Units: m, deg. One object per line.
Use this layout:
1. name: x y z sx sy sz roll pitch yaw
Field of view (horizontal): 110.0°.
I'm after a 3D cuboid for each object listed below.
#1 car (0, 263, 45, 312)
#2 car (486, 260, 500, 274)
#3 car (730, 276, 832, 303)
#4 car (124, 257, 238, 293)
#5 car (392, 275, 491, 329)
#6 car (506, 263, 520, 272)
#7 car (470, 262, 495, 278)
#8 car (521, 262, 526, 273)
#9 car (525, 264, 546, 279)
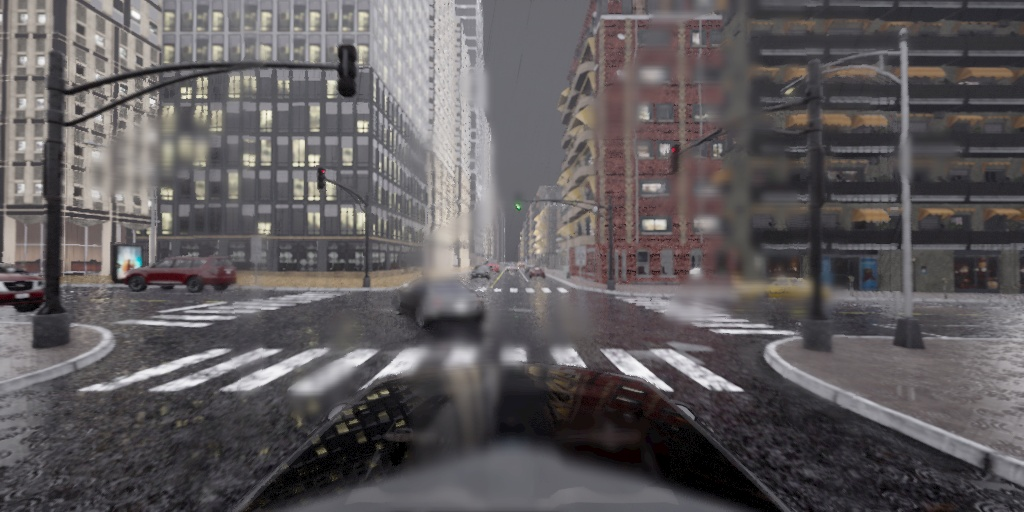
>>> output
1. car: -17.575 0.861 10.999 5.009 1.841 2.192 0 0 0
2. car: -3.067 1.587 54.443 2.150 2.045 5.566 0 -1 0
3. car: 14.630 1.790 19.652 4.829 1.417 1.751 0 0 0
4. car: -17.710 0.974 19.377 5.009 1.841 2.192 0 0 0
5. car: -2.504 1.406 11.847 1.994 1.385 4.181 2 -1 -32
6. car: 0.002 2.048 61.571 1.895 1.301 4.718 0 -1 0
7. car: -3.095 1.657 36.740 1.837 1.490 4.892 0 -1 0
8. car: 2.691 1.887 52.268 2.007 1.370 4.403 0 0 0
9. car: 2.741 1.765 39.352 1.802 1.307 4.207 0 0 0
